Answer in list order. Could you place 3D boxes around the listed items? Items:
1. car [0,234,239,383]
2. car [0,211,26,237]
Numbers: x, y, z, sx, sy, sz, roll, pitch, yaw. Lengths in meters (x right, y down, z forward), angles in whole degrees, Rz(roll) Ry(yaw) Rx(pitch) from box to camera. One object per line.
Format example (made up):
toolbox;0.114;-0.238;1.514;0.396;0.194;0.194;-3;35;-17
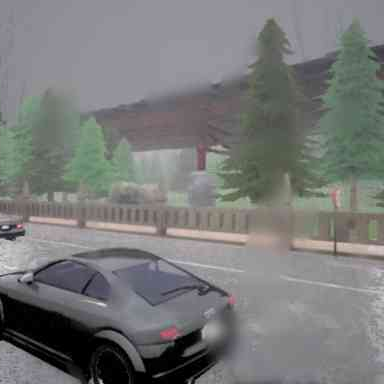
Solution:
car;-1.424;1.550;4.987;4.181;1.385;1.994;0;0;35
car;-9.706;1.496;15.128;5.357;1.411;2.033;0;0;35
